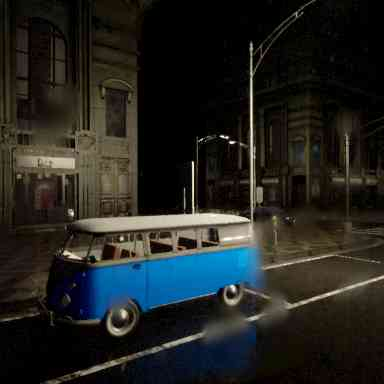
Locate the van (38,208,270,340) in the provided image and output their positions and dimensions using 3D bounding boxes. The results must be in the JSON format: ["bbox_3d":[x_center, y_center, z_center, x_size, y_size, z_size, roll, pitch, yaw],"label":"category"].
[{"bbox_3d":[-0.578,1.341,6.262,3.998,1.788,1.690,0,0,-36],"label":"van"}]

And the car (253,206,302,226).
[{"bbox_3d":[5.988,1.845,26.444,2.033,1.411,5.357,0,-1,-36],"label":"car"}]

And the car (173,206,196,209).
[{"bbox_3d":[-0.635,2.058,35.637,1.994,1.385,4.181,0,-1,-36],"label":"car"}]
